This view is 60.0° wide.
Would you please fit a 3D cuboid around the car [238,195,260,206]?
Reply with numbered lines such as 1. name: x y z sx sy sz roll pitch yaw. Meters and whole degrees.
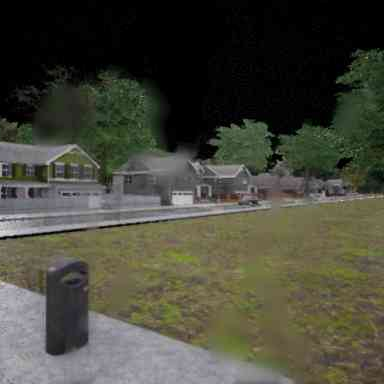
1. car: 8.697 1.288 50.648 1.837 1.490 4.892 1 0 35
